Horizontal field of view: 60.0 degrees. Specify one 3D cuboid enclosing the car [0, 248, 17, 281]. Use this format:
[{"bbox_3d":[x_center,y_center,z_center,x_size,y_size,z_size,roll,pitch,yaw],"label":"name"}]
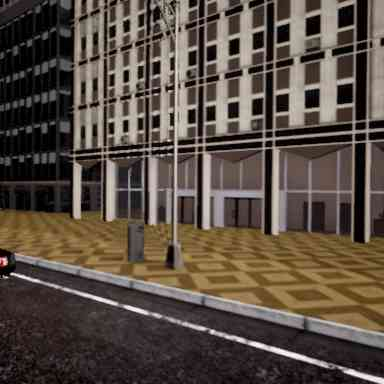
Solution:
[{"bbox_3d":[-6.382,1.575,8.188,4.718,1.301,1.895,0,0,36],"label":"car"}]
